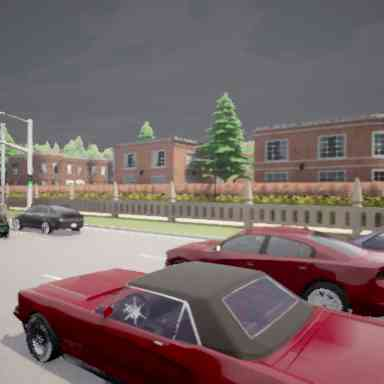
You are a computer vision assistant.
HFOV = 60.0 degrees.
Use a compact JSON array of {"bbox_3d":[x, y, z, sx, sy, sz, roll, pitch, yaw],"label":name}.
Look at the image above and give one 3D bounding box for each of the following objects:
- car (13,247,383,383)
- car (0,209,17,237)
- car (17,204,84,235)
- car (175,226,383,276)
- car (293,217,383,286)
[{"bbox_3d":[-0.218,1.589,4.147,4.718,1.301,1.895,0,0,36],"label":"car"},{"bbox_3d":[-10.776,1.246,16.012,4.553,1.767,2.097,0,0,36],"label":"car"},{"bbox_3d":[-7.965,1.412,18.305,4.892,1.490,1.837,1,1,36],"label":"car"},{"bbox_3d":[1.598,1.469,7.152,5.008,1.535,1.882,0,0,36],"label":"car"},{"bbox_3d":[5.605,1.558,8.587,5.357,1.411,2.033,0,0,36],"label":"car"}]
